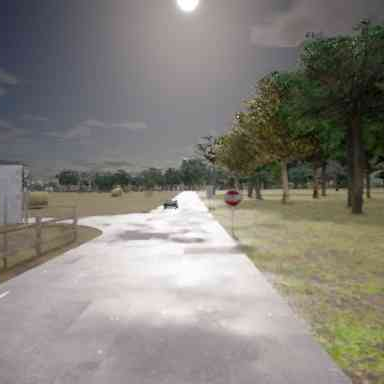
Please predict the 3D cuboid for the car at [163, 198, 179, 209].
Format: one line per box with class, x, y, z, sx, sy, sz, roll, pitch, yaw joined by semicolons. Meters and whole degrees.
car;-2.732;1.479;43.540;1.895;1.301;4.718;0;1;0
